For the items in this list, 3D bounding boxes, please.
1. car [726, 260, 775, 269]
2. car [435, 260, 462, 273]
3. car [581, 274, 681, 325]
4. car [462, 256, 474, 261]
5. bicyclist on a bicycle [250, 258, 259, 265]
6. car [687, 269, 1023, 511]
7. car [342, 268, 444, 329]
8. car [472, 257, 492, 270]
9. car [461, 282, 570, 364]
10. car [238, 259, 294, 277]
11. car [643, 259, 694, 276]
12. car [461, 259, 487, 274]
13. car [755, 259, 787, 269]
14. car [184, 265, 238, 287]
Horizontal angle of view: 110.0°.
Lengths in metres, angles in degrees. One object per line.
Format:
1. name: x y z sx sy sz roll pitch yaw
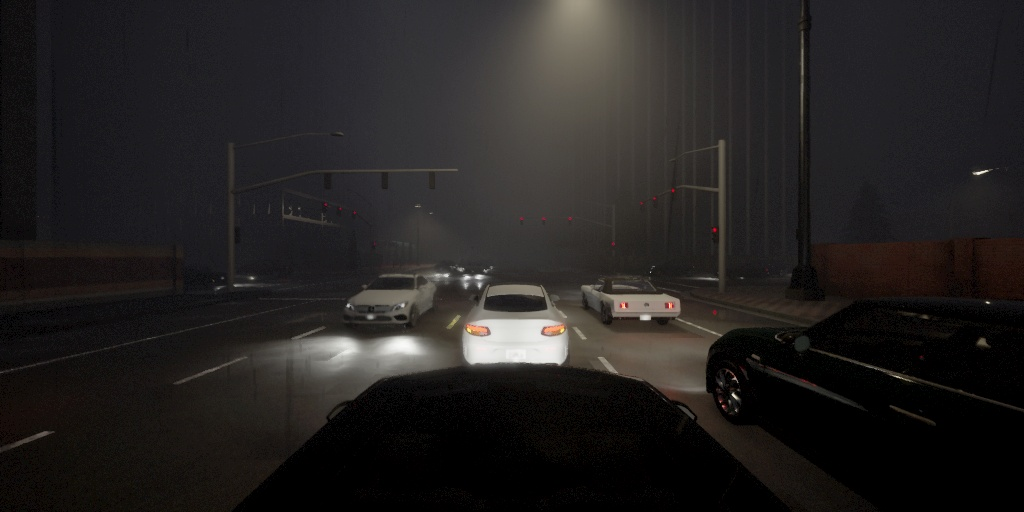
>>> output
1. car: 20.189 1.314 31.681 4.181 1.385 1.994 0 0 -1
2. car: -8.046 1.241 43.940 2.128 1.511 4.902 0 0 3
3. car: 3.563 1.351 11.783 1.895 1.301 4.718 0 0 0
4. car: -8.082 1.241 61.981 2.128 1.511 4.902 0 0 -1
5. bicyclist on a bicycle: -28.409 1.051 39.501 0.582 1.620 1.656 0 0 -1
6. car: 3.599 1.102 2.881 2.097 1.767 4.553 0 0 0
7. car: -3.612 1.276 11.448 1.812 1.442 4.674 0 0 -1
8. car: -4.466 1.314 53.659 1.994 1.385 4.181 0 0 -1
9. car: 0.059 1.276 7.566 1.812 1.442 4.674 0 0 0
10. car: -23.900 1.102 34.744 4.553 1.767 2.097 0 0 0
11. car: 15.338 1.102 35.136 4.553 1.767 2.097 0 0 0
12. car: -4.218 1.351 40.197 1.895 1.301 4.718 0 0 -1
13. car: 24.230 1.102 35.218 4.553 1.767 2.097 0 0 0
14. car: -21.418 1.314 24.081 4.181 1.385 1.994 0 0 0
